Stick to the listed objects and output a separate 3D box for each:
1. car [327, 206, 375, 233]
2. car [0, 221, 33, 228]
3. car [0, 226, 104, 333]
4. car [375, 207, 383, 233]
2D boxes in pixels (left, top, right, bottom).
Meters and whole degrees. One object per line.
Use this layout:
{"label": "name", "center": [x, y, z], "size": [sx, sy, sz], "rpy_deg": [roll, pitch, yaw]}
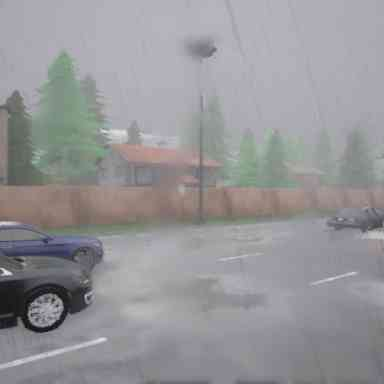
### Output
{"label": "car", "center": [10.136, 1.540, 19.571], "size": [5.357, 1.411, 2.033], "rpy_deg": [0, 0, -35]}
{"label": "car", "center": [-4.744, 1.525, 8.944], "size": [4.674, 1.442, 1.812], "rpy_deg": [0, 0, -35]}
{"label": "car", "center": [-4.044, 1.505, 5.162], "size": [4.892, 1.490, 1.837], "rpy_deg": [0, 0, -35]}
{"label": "car", "center": [11.116, 1.471, 15.970], "size": [5.008, 1.535, 1.882], "rpy_deg": [0, 0, -35]}
